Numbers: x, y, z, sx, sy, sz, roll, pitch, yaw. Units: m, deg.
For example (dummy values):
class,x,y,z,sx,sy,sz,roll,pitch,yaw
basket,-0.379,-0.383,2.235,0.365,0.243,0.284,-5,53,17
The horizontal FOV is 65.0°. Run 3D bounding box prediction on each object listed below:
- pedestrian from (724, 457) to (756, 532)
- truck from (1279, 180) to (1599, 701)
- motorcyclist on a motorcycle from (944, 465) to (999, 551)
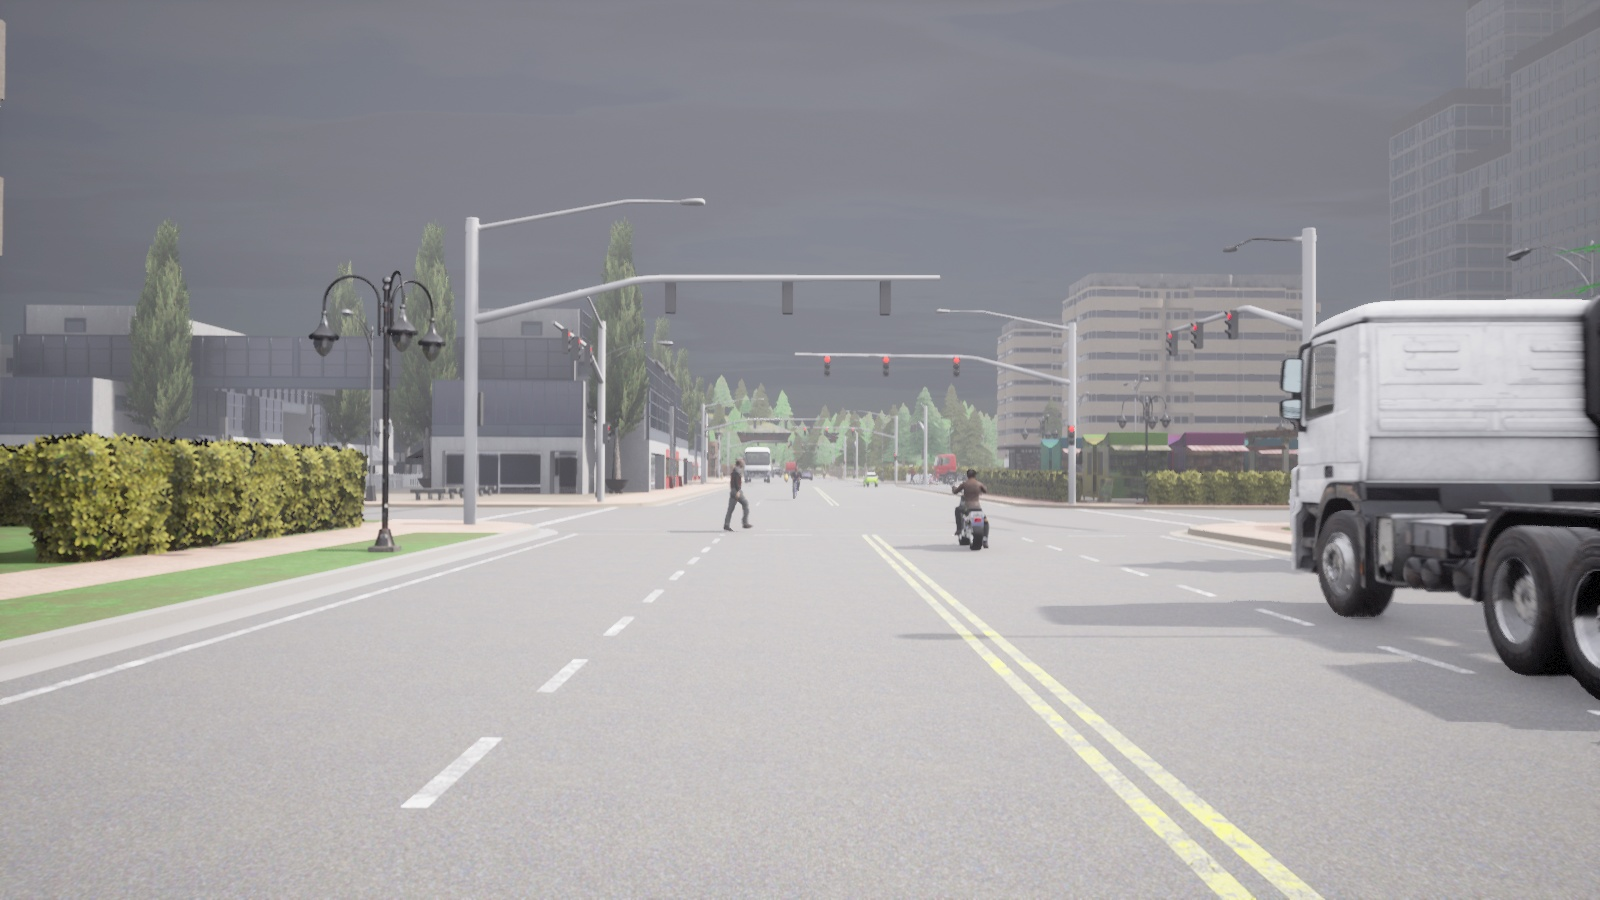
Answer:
class,x,y,z,sx,sy,sz,roll,pitch,yaw
pedestrian,-1.497,1.097,31.352,0.720,1.854,0.376,0,-1,-23
truck,6.986,-0.022,11.208,2.891,3.462,7.936,0,-1,4
motorcyclist on a motorcycle,3.430,1.145,25.317,0.766,1.649,2.350,0,-1,0
